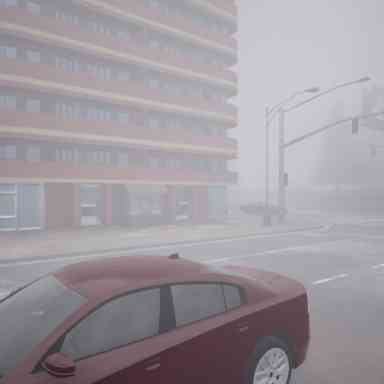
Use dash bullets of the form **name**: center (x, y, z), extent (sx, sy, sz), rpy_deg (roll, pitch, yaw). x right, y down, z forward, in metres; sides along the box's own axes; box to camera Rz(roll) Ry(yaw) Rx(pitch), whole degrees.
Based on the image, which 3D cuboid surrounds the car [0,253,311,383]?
- **car**: center (-0.881, 1.478, 3.363), extent (5.008, 1.535, 1.882), rpy_deg (0, 0, -36)

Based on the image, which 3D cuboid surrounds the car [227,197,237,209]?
- **car**: center (5.000, 1.477, 46.883), extent (1.882, 1.535, 5.008), rpy_deg (0, 0, -36)

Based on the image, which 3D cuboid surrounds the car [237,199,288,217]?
- **car**: center (6.884, 1.601, 32.055), extent (1.895, 1.301, 4.718), rpy_deg (0, 0, -36)
